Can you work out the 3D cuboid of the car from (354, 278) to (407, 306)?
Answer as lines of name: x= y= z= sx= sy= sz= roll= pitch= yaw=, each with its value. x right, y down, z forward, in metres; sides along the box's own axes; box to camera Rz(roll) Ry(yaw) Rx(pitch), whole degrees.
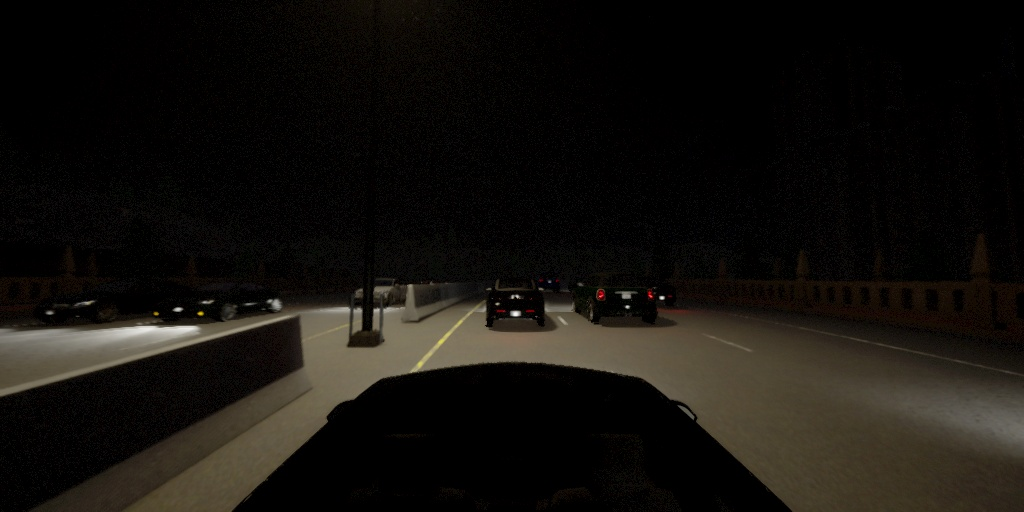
car: x=-7.091 y=1.940 z=19.886 sx=1.812 sy=1.442 sz=4.674 roll=0 pitch=-4 yaw=0

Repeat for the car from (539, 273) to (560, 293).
car: x=3.618 y=2.750 z=37.064 sx=2.150 sy=2.045 sz=5.566 roll=0 pitch=-4 yaw=0

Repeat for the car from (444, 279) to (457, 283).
car: x=-10.384 y=4.600 z=60.831 sx=1.812 sy=1.442 sz=4.674 roll=0 pitch=-4 yaw=2

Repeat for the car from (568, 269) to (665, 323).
car: x=3.606 y=1.391 z=13.406 sx=2.097 sy=1.767 sz=4.553 roll=0 pitch=-3 yaw=0

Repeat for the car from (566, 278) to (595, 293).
car: x=7.118 y=3.070 z=37.833 sx=2.128 sy=1.511 sz=4.902 roll=0 pitch=-4 yaw=0

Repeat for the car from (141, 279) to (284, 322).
car: x=-10.594 y=1.598 z=13.369 sx=1.994 sy=1.385 sz=4.181 roll=0 pitch=-3 yaw=0

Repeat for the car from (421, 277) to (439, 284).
car: x=-13.849 y=4.411 z=60.596 sx=2.097 sy=1.767 sz=4.553 roll=0 pitch=-4 yaw=2

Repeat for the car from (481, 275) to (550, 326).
car: x=0.106 y=1.512 z=12.734 sx=1.837 sy=1.490 sz=4.892 roll=0 pitch=-3 yaw=0

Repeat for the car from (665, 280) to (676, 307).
car: x=7.109 y=1.886 z=19.423 sx=1.837 sy=1.490 sz=4.892 roll=0 pitch=-4 yaw=0

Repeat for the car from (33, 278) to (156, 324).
car: x=-14.095 y=1.556 z=13.271 sx=1.812 sy=1.442 sz=4.674 roll=0 pitch=-3 yaw=0
